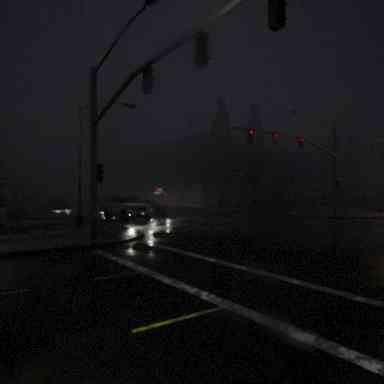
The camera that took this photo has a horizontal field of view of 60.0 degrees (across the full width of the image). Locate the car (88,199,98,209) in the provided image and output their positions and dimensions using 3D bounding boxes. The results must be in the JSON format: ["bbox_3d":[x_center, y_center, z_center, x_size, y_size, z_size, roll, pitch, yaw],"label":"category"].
[{"bbox_3d":[-11.021,1.516,40.411,2.033,1.411,5.357,0,0,-36],"label":"car"}]

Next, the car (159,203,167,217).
[{"bbox_3d":[-4.161,1.447,30.840,1.882,1.535,5.008,0,0,-36],"label":"car"}]

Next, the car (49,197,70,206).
[{"bbox_3d":[-22.757,1.516,56.949,2.033,1.411,5.357,0,0,-36],"label":"car"}]

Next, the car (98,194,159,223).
[{"bbox_3d":[-5.159,1.199,26.224,2.150,2.045,5.566,0,0,-36],"label":"car"}]

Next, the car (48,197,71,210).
[{"bbox_3d":[-17.277,1.524,43.140,2.033,1.411,5.357,0,0,-36],"label":"car"}]
